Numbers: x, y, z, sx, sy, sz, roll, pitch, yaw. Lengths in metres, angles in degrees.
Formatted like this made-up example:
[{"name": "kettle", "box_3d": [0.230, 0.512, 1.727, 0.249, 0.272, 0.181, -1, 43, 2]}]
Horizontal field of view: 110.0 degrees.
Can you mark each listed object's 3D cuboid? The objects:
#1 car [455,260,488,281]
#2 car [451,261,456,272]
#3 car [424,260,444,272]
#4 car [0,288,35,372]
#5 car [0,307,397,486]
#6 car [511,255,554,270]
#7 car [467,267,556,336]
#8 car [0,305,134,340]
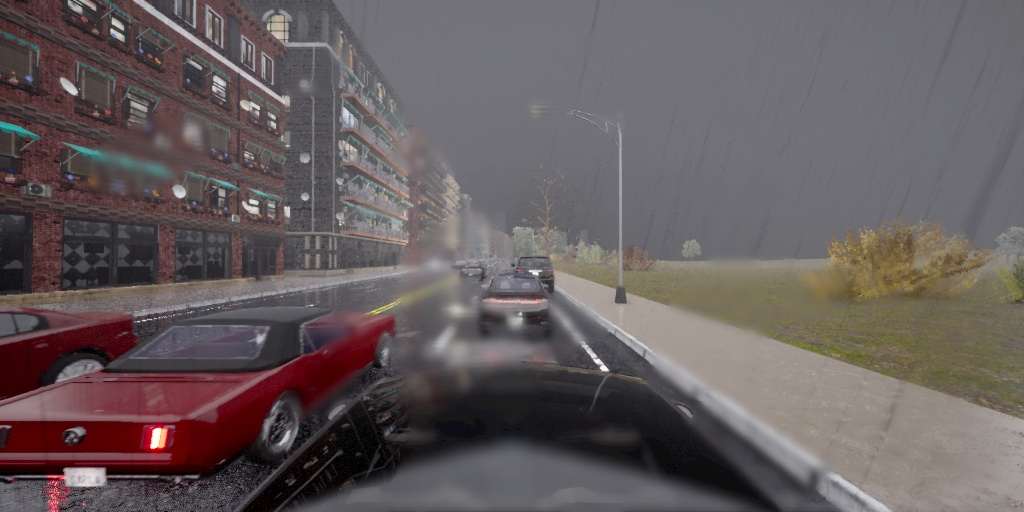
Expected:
[{"name": "car", "box_3d": [-3.134, 1.244, 30.180, 2.128, 1.511, 4.902, 0, 0, 0]}, {"name": "car", "box_3d": [-6.568, 1.228, 46.326, 1.882, 1.535, 5.008, 0, 0, 0]}, {"name": "car", "box_3d": [-9.806, 1.277, 45.482, 1.812, 1.442, 4.674, 0, 0, 0]}, {"name": "car", "box_3d": [-9.847, 1.298, 3.956, 2.033, 1.411, 5.357, 0, 0, 0]}, {"name": "car", "box_3d": [-3.149, 1.351, 4.874, 1.895, 1.301, 4.718, 0, 0, 0]}, {"name": "car", "box_3d": [1.151, 0.977, 20.268, 2.150, 2.045, 5.566, 0, 0, 0]}, {"name": "car", "box_3d": [0.107, 1.243, 10.399, 2.128, 1.511, 4.902, 0, 0, 0]}, {"name": "car", "box_3d": [-6.596, 1.228, 3.282, 1.882, 1.535, 5.008, 0, 0, 0]}]
